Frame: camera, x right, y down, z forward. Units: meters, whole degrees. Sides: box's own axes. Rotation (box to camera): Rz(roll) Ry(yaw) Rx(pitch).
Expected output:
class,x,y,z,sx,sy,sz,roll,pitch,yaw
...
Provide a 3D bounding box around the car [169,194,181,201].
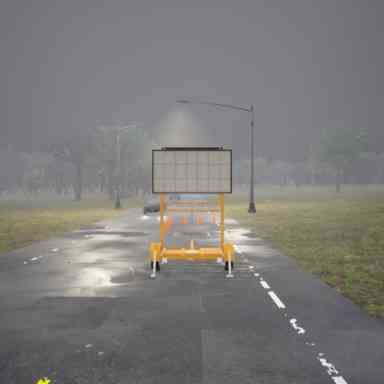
class,x,y,z,sx,sy,sz,roll,pitch,yaw
car,-3.465,0.786,67.742,2.150,2.045,5.566,0,1,0

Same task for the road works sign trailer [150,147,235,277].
class,x,y,z,sx,sy,sz,roll,pitch,yaw
road works sign trailer,0.004,0.445,10.169,2.380,3.560,2.880,0,0,0

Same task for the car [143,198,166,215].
class,x,y,z,sx,sy,sz,roll,pitch,yaw
car,-3.582,1.349,32.572,1.882,1.535,5.008,0,0,0
